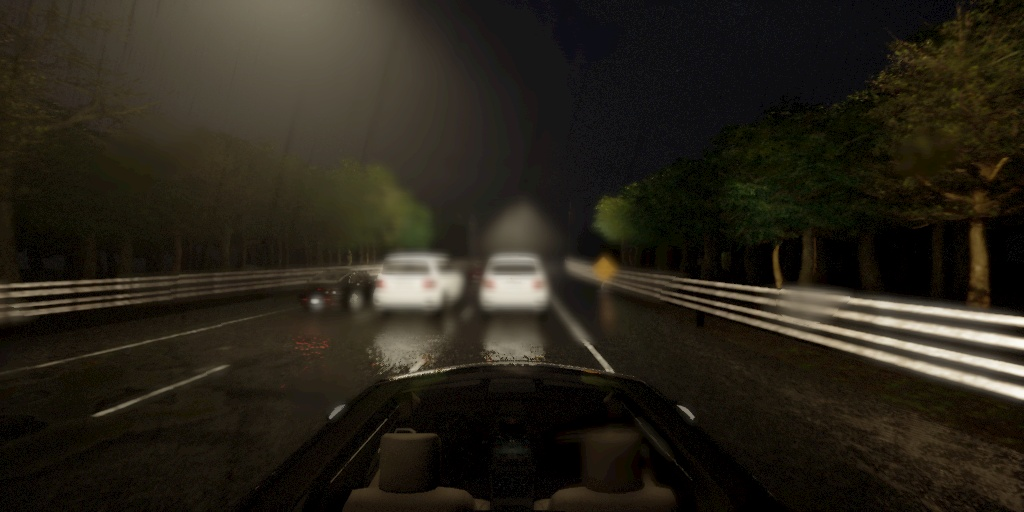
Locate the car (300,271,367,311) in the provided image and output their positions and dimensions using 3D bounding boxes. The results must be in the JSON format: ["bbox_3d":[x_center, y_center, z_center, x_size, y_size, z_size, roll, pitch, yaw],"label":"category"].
[{"bbox_3d":[-6.797,1.380,15.088,1.837,1.490,4.892,0,0,2],"label":"car"}]

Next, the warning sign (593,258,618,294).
[{"bbox_3d":[4.860,1.017,18.685,1.300,1.860,1.060,0,0,2],"label":"warning sign"}]

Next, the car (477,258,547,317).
[{"bbox_3d":[0.157,1.088,13.966,2.150,2.045,5.566,0,0,2],"label":"car"}]

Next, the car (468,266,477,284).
[{"bbox_3d":[-2.535,1.517,30.175,1.812,1.442,4.674,0,0,5],"label":"car"}]

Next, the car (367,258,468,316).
[{"bbox_3d":[-3.341,1.089,14.061,2.150,2.045,5.566,0,0,2],"label":"car"}]

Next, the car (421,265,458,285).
[{"bbox_3d":[-6.027,1.520,30.404,1.812,1.442,4.674,0,0,5],"label":"car"}]
